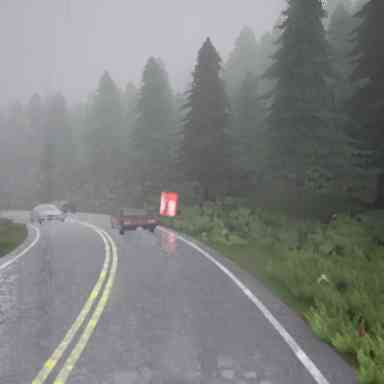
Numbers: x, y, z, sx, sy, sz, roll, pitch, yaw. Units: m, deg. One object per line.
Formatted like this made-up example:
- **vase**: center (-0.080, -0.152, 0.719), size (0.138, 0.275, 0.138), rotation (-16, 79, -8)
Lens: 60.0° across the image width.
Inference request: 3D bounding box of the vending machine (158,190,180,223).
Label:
- **vending machine**: center (-1.605, 1.004, 23.097), size (1.100, 2.100, 0.880), rotation (3, 3, -26)

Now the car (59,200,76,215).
- **car**: center (-13.479, 1.585, 33.744), size (1.837, 1.490, 4.892), rotation (-4, 2, -44)

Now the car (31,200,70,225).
- **car**: center (-11.400, 1.665, 26.139), size (1.812, 1.442, 4.674), rotation (-3, 1, -36)

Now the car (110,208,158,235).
- **car**: center (-3.422, 1.524, 18.601), size (1.895, 1.301, 4.718), rotation (-2, 1, -21)
